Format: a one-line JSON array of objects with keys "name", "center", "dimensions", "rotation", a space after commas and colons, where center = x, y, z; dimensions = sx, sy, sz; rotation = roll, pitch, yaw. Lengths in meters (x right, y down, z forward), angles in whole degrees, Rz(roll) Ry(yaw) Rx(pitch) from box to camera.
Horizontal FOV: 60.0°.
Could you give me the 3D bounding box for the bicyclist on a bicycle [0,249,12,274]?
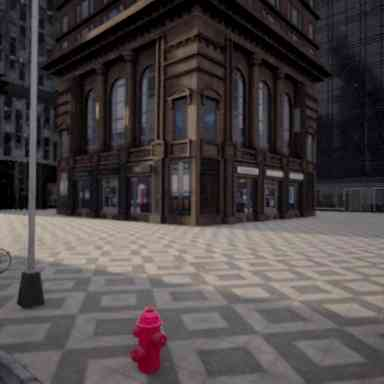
[{"name": "bicyclist on a bicycle", "center": [-5.487, 1.382, 8.512], "dimensions": [0.582, 1.620, 1.656], "rotation": [0, -1, 42]}]
